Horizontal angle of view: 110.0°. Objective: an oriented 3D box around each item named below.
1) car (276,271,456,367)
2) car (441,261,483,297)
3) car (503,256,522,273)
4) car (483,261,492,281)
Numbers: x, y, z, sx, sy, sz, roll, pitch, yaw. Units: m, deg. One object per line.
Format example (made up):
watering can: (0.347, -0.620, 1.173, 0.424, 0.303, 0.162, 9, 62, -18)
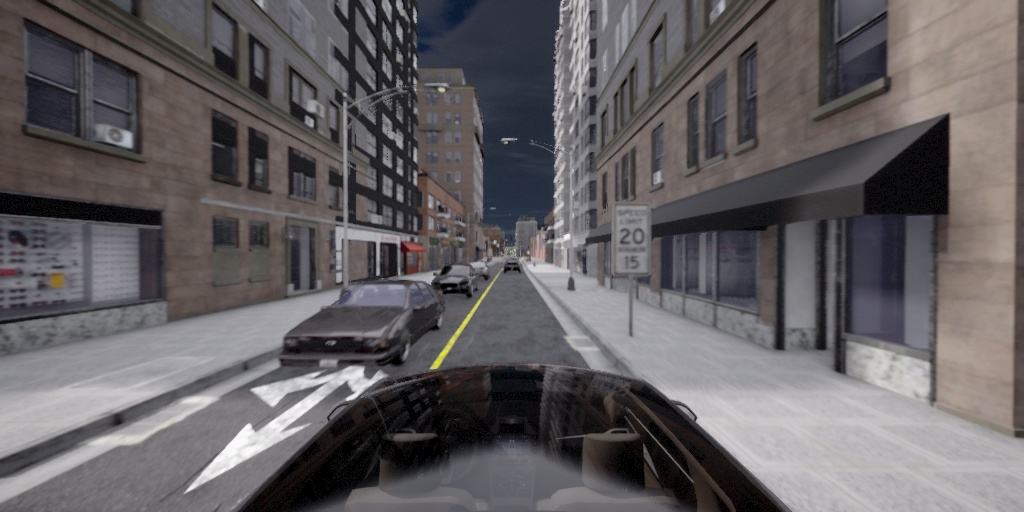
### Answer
car: (-2.812, 1.260, 8.213, 2.033, 1.411, 5.357, 0, 0, 1)
car: (-2.737, 1.155, 18.097, 1.837, 1.490, 4.892, 0, 0, 0)
car: (0.047, 1.038, 38.556, 1.837, 1.490, 4.892, 0, 1, 1)
car: (-2.722, 1.115, 28.424, 1.812, 1.442, 4.674, 0, 0, 0)
